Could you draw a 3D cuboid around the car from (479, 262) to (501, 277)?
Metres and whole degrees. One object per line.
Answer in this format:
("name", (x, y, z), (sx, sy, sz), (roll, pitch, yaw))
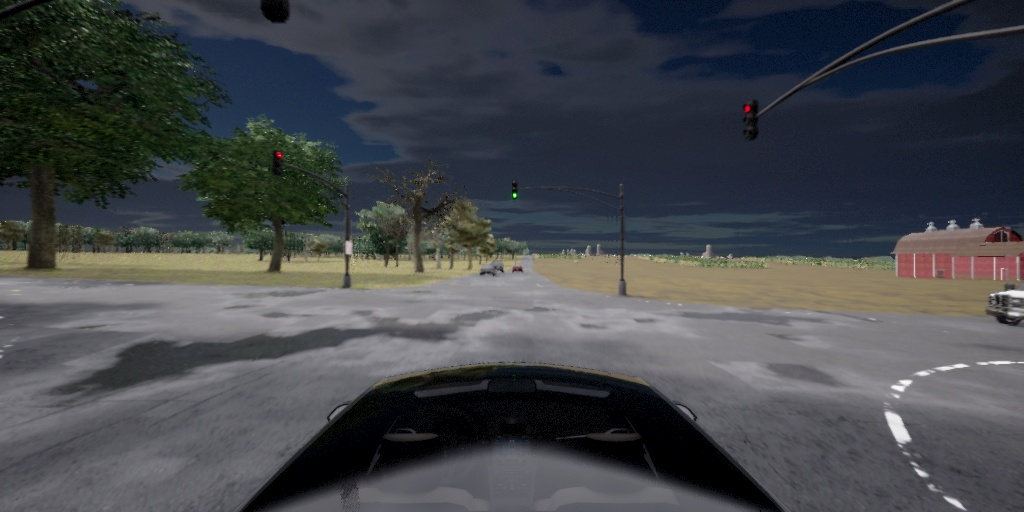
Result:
("car", (-2.942, 1.815, 44.801), (2.033, 1.411, 5.357), (0, -1, 2))

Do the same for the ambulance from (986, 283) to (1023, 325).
("ambulance", (21.529, 1.519, 12.917), (6.366, 2.431, 2.351), (2, 0, 4))

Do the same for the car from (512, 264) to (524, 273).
("car", (1.002, 2.132, 62.507), (1.882, 1.535, 5.008), (0, -1, 1))

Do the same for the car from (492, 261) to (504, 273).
("car", (-2.557, 1.831, 60.741), (2.150, 2.045, 5.566), (0, -1, 2))
